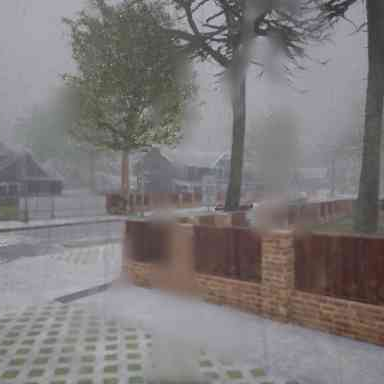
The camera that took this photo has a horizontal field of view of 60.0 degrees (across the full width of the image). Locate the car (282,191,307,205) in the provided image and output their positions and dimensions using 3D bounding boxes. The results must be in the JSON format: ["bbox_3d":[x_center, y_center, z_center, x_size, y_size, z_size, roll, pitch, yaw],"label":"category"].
[{"bbox_3d":[14.425,0.871,46.497,2.150,2.045,5.566,3,2,35],"label":"car"}]

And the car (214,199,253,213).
[{"bbox_3d":[4.046,1.303,31.975,1.895,1.301,4.718,3,2,35],"label":"car"}]
